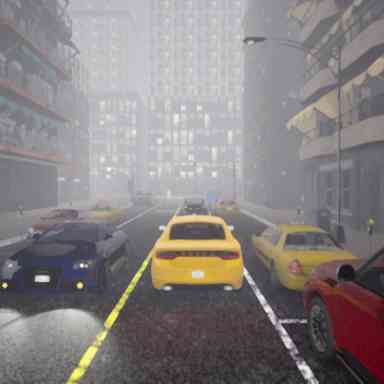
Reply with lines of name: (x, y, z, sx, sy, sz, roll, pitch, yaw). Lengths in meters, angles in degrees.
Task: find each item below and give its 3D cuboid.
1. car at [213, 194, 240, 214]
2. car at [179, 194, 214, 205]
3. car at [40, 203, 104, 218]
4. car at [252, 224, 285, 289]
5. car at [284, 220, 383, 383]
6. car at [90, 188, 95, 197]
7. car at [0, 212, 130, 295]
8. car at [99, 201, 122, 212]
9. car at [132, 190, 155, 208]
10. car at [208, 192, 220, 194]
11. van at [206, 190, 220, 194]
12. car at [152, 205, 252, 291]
car: (2.627, 1.102, 25.428, 1.752, 1.417, 4.829, 0, 1, 0)
car: (0.149, 1.110, 22.867, 2.128, 1.511, 4.902, 0, 1, 0)
car: (-5.279, 1.346, 13.997, 1.802, 1.307, 4.206, 0, 1, 0)
car: (2.589, 1.381, 8.509, 1.752, 1.417, 4.829, 0, 1, 0)
car: (2.577, 1.268, 2.696, 2.192, 1.841, 5.009, 0, 1, 0)
car: (-20.732, 0.082, 62.197, 5.009, 1.841, 2.192, 1, 0, 0)
car: (-2.832, 1.422, 8.284, 1.994, 1.385, 4.181, 0, 1, 0)
car: (-5.266, 1.199, 19.466, 1.752, 1.417, 4.829, 0, 1, 0)
car: (-5.227, 0.711, 36.552, 2.192, 1.841, 5.009, 0, 1, 0)
car: (2.640, 1.011, 31.067, 1.752, 1.417, 4.829, 0, 1, 0)
van: (2.666, 0.647, 42.173, 1.690, 1.788, 3.998, 0, 1, 0)
car: (0.121, 1.332, 8.621, 1.882, 1.535, 5.008, 0, 1, 0)
